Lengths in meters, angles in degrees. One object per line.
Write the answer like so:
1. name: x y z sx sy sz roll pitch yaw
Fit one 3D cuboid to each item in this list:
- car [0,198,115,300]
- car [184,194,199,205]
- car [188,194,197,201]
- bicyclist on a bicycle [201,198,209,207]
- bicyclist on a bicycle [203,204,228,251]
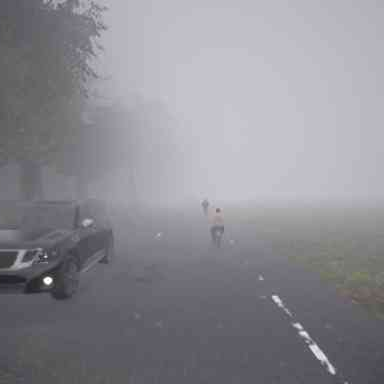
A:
1. car: -3.582 1.212 8.721 2.150 2.045 5.566 0 0 0
2. car: 0.218 1.380 55.408 2.033 1.411 5.357 0 0 0
3. car: 0.157 1.268 73.544 1.812 1.442 4.674 0 0 0
4. bicyclist on a bicycle: 1.015 1.321 24.873 0.659 1.776 1.843 0 0 0
5. bicyclist on a bicycle: 1.007 1.419 13.041 0.866 1.612 1.509 0 0 0
